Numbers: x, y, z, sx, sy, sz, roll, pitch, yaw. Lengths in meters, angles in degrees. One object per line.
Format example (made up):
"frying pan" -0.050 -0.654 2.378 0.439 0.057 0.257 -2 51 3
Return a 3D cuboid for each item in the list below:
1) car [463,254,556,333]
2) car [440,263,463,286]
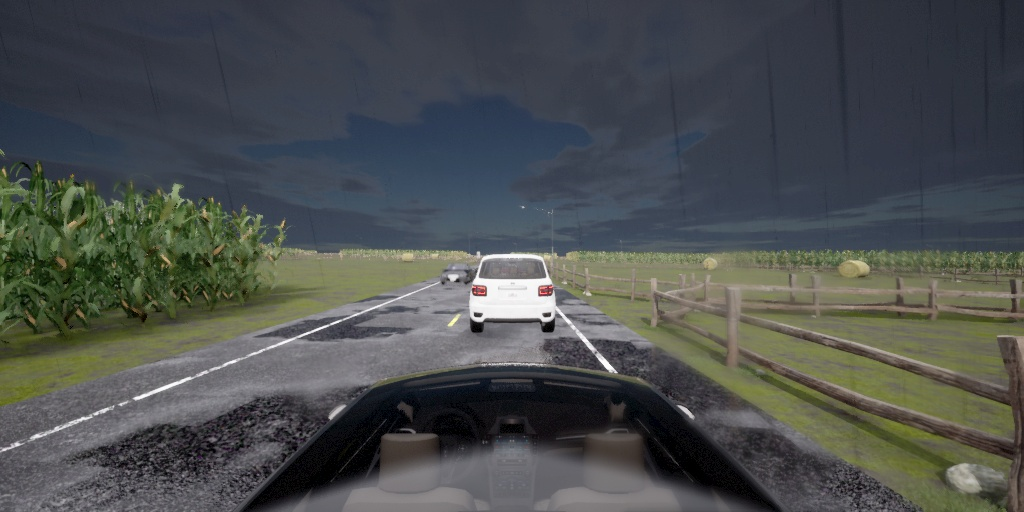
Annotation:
"car" 0.016 0.972 10.909 2.150 2.045 5.566 0 0 0
"car" -3.807 1.235 25.391 2.128 1.511 4.902 0 0 -1
